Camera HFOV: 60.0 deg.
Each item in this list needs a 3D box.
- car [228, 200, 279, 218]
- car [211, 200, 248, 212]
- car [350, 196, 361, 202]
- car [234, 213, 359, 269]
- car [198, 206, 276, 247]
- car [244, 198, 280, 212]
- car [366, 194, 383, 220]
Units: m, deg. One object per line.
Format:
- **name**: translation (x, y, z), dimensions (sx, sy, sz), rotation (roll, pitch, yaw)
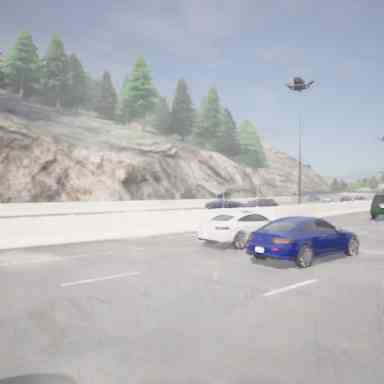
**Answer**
- **car**: translation (5.931, 1.554, 31.838), dimensions (5.357, 1.411, 2.033), rotation (0, 0, -43)
- **car**: translation (4.608, 1.617, 40.339), dimensions (1.895, 1.301, 4.718), rotation (0, 0, 45)
- **car**: translation (31.636, 1.485, 62.310), dimensions (2.128, 1.511, 4.902), rotation (0, 0, 34)
- **car**: translation (3.786, 1.524, 11.201), dimensions (4.674, 1.442, 1.812), rotation (0, 0, -38)
- **car**: translation (2.346, 1.530, 14.531), dimensions (4.674, 1.442, 1.812), rotation (0, 0, -39)
- **car**: translation (8.338, 1.511, 39.163), dimensions (1.837, 1.490, 4.892), rotation (0, 0, 44)
- **car**: translation (16.384, 1.197, 27.107), dimensions (5.566, 2.045, 2.150), rotation (0, 0, -45)
